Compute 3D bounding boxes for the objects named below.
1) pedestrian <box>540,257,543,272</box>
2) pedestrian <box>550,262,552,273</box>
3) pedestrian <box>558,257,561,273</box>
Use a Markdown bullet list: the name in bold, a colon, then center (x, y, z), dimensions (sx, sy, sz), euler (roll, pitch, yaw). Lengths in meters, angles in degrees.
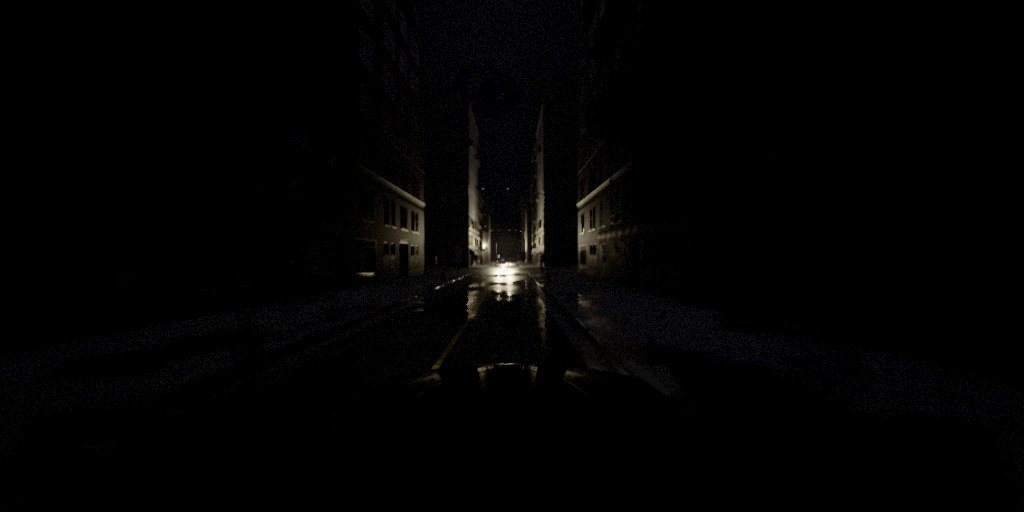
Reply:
- **pedestrian**: center (3.488, 1.010, 42.416), dimensions (0.375, 1.860, 0.375), euler (0, 0, 0)
- **pedestrian**: center (4.488, 1.287, 41.216), dimensions (0.375, 1.300, 0.375), euler (0, 0, 0)
- **pedestrian**: center (5.488, 1.009, 41.817), dimensions (0.375, 1.860, 0.375), euler (0, 0, 0)
